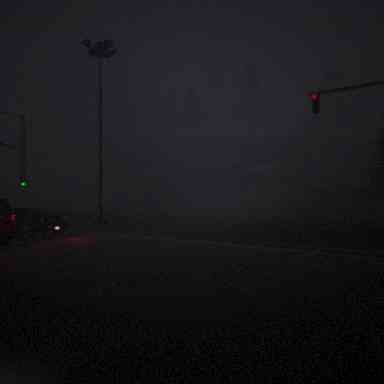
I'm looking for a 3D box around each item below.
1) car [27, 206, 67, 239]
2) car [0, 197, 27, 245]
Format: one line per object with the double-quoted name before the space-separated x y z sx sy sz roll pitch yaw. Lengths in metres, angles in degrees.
"car" -8.677 1.491 17.347 4.892 1.490 1.837 0 0 29
"car" -9.784 1.214 14.001 5.566 2.045 2.150 0 0 29
